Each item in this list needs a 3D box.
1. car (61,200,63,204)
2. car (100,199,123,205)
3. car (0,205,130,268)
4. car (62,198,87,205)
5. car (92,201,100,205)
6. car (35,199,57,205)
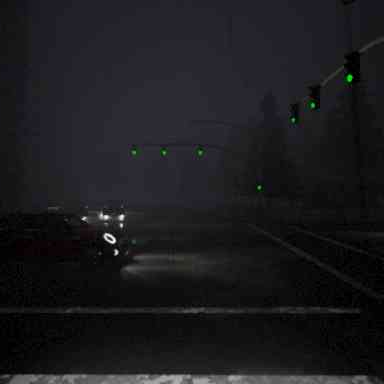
[{"bbox_3d":[-19.632,1.738,54.801,5.008,1.535,1.882,0,0,42],"label":"car"},{"bbox_3d":[-8.746,1.527,36.700,2.097,1.767,4.553,0,0,-17],"label":"car"},{"bbox_3d":[-4.426,1.448,11.135,4.553,1.767,2.097,0,0,0],"label":"car"},{"bbox_3d":[-11.745,1.668,34.312,1.837,1.490,4.892,0,0,-12],"label":"car"},{"bbox_3d":[-12.093,1.815,45.095,1.895,1.301,4.718,0,0,-29],"label":"car"},{"bbox_3d":[-23.463,1.818,53.532,4.181,1.385,1.994,0,0,39],"label":"car"}]
